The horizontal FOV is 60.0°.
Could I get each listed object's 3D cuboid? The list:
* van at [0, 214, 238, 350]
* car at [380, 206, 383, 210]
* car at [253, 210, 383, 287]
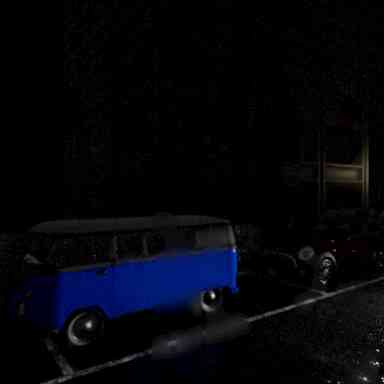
[{"bbox_3d":[-1.020,1.337,5.926,3.998,1.788,1.690,0,0,-36],"label":"van"},{"bbox_3d":[8.157,1.292,12.474,5.009,1.841,2.192,0,0,-36],"label":"car"},{"bbox_3d":[3.568,1.427,9.199,4.097,1.590,1.967,0,0,-36],"label":"car"}]
